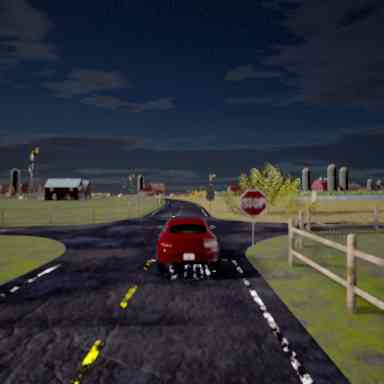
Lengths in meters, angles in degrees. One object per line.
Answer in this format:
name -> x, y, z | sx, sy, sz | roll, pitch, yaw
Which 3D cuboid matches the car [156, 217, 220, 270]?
car -> -0.178, 1.542, 11.034 | 1.812, 1.442, 4.674 | 0, 0, -3
